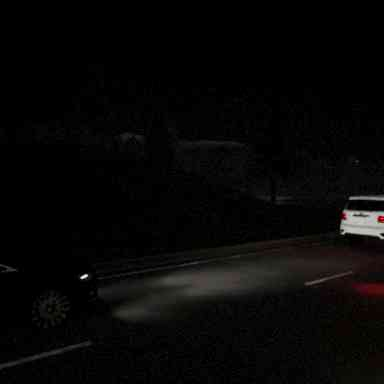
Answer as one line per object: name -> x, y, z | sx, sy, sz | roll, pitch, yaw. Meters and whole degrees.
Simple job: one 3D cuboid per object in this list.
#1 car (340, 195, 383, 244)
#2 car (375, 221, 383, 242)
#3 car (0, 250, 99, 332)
car -> 8.626, 1.153, 14.197 | 5.566, 2.045, 2.150 | 0, 0, -35
car -> 7.392, 1.499, 9.019 | 5.357, 1.411, 2.033 | 0, 0, -35
car -> -3.990, 1.492, 5.193 | 4.902, 1.511, 2.128 | 0, 0, -36
